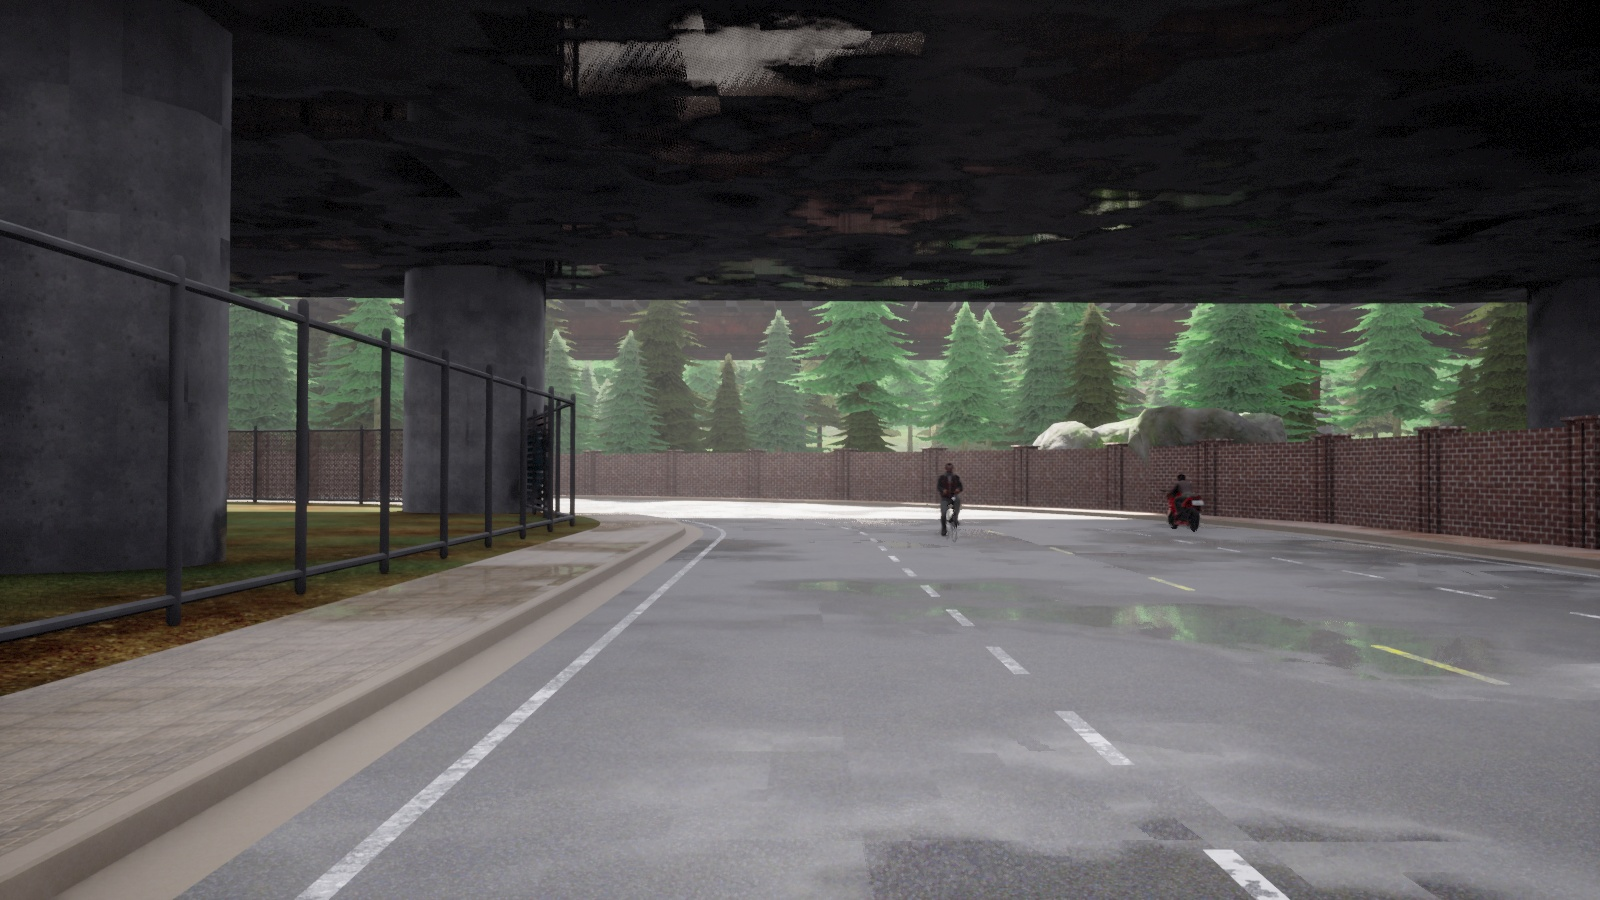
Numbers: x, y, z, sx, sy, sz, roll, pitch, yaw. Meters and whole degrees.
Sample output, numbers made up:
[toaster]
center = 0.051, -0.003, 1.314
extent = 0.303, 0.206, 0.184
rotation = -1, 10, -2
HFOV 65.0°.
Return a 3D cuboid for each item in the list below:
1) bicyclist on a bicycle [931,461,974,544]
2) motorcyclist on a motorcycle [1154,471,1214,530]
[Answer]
[bicyclist on a bicycle]
center = 3.373, 1.138, 27.856
extent = 0.659, 1.776, 1.843
rotation = 0, -1, -2
[motorcyclist on a motorcycle]
center = 10.166, 1.315, 33.358
extent = 0.797, 1.523, 2.044
rotation = -1, -1, -5
